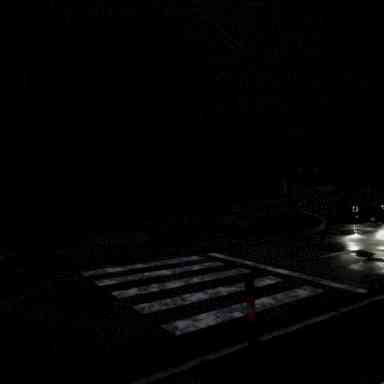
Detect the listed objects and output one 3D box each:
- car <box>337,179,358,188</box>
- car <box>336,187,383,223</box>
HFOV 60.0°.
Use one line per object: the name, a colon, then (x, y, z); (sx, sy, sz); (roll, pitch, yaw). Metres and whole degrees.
car: (26.723, -1.434, 57.369); (1.882, 1.535, 5.008); (-4, 2, 1)
car: (10.658, 0.855, 21.111); (2.097, 1.767, 4.553); (-3, 2, 11)
